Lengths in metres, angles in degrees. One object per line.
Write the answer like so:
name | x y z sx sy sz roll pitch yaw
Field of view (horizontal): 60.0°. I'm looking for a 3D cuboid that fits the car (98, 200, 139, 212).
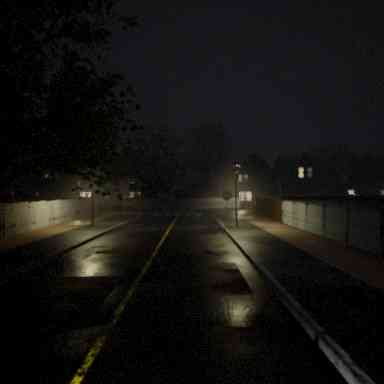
car | -8.697 1.641 37.531 5.357 1.411 2.033 -1 -1 0
